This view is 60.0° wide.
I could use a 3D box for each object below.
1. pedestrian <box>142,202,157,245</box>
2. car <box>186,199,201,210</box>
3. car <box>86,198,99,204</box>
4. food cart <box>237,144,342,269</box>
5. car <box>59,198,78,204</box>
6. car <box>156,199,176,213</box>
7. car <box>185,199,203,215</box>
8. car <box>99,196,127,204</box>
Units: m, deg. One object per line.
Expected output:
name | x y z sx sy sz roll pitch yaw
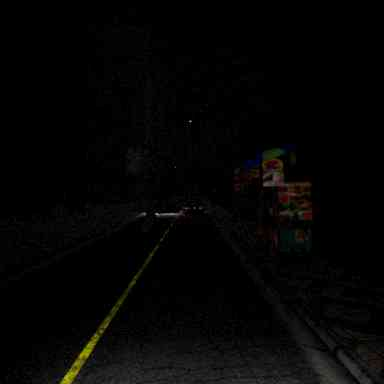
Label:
pedestrian | -1.802 1.308 14.056 0.375 1.860 0.375 2 -2 -10
car | 0.215 1.656 45.118 1.994 1.385 4.181 0 0 2
car | -18.739 1.858 65.926 4.313 1.339 1.947 0 -2 0
food cart | 3.134 0.477 11.973 2.280 3.560 4.660 -2 -2 0
car | -24.226 1.877 65.940 4.206 1.307 1.802 0 -2 0
car | -2.928 1.576 38.015 1.837 1.490 4.892 0 0 0
car | 0.230 1.609 34.627 2.033 1.411 5.357 0 0 0
car | -13.309 1.485 57.394 4.097 1.590 1.967 0 -2 -1
